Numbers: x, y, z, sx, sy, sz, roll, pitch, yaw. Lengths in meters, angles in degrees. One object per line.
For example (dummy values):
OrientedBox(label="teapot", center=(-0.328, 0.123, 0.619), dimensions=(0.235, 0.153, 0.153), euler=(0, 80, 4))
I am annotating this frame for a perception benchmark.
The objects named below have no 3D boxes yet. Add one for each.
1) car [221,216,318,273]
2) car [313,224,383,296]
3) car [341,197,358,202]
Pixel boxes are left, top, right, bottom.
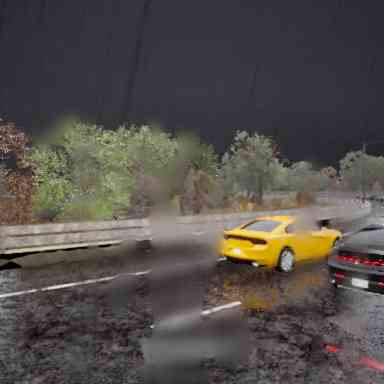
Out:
OrientedBox(label="car", center=(3.159, 1.536, 11.034), dimensions=(5.008, 1.535, 1.882), euler=(0, 0, -40))
OrientedBox(label="car", center=(5.154, 1.550, 8.124), dimensions=(4.892, 1.490, 1.837), euler=(0, 0, -40))
OrientedBox(label="car", center=(40.211, 1.908, 86.047), dimensions=(1.895, 1.301, 4.718), euler=(0, 0, 1))
